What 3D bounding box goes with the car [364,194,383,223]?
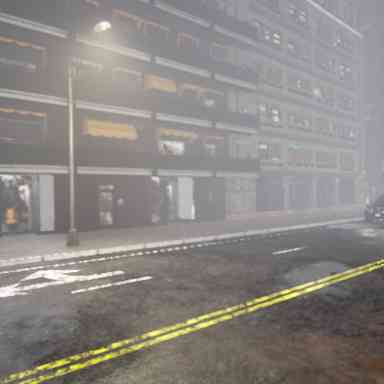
[{"bbox_3d":[14.467,1.154,23.885,5.566,2.045,2.150,-1,0,-40],"label":"car"}]
